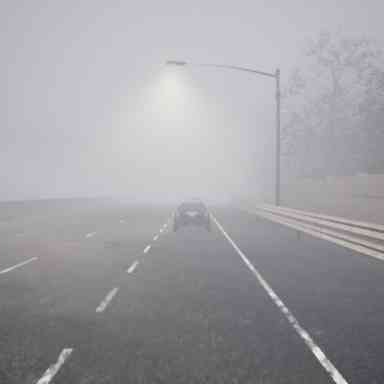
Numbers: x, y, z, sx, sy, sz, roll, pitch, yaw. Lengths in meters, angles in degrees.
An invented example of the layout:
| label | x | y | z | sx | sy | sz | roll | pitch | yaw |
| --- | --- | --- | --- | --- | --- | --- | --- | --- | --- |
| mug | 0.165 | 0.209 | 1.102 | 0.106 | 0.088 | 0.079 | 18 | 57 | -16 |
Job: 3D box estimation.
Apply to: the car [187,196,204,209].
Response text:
| label | x | y | z | sx | sy | sz | roll | pitch | yaw |
| --- | --- | --- | --- | --- | --- | --- | --- | --- | --- |
| car | 0.585 | 1.403 | 45.333 | 1.837 | 1.490 | 4.892 | -1 | 0 | 6 |

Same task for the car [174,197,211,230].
| label | x | y | z | sx | sy | sz | roll | pitch | yaw |
| --- | --- | --- | --- | --- | --- | --- | --- | --- | --- |
| car | 0.007 | 1.301 | 20.619 | 2.097 | 1.767 | 4.553 | 0 | 0 | 0 |
